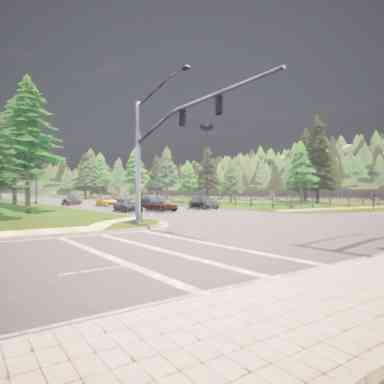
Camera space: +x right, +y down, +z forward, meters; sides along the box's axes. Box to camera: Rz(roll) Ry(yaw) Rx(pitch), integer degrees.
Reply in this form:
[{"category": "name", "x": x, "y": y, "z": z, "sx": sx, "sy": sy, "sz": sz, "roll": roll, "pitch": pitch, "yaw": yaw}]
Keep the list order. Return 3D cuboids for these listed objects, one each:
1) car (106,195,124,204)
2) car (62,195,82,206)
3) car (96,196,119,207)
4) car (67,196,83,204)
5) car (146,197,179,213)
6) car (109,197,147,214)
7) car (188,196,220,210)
[{"category": "car", "x": -15.455, "y": 1.466, "z": 66.561, "sx": 1.882, "sy": 1.535, "sz": 5.008, "roll": 0, "pitch": 1, "yaw": -35}, {"category": "car", "x": -19.700, "y": 1.349, "z": 54.195, "sx": 2.097, "sy": 1.767, "sz": 4.553, "roll": 0, "pitch": 0, "yaw": -35}, {"category": "car", "x": -13.153, "y": 1.474, "z": 50.942, "sx": 1.882, "sy": 1.535, "sz": 5.008, "roll": 0, "pitch": 0, "yaw": -35}, {"category": "car", "x": -23.015, "y": 1.565, "z": 65.152, "sx": 1.812, "sy": 1.442, "sz": 4.674, "roll": 0, "pitch": 0, "yaw": -35}, {"category": "car", "x": -3.448, "y": 1.597, "z": 37.096, "sx": 1.895, "sy": 1.301, "sz": 4.718, "roll": 0, "pitch": 0, "yaw": -35}, {"category": "car", "x": -6.997, "y": 1.561, "z": 36.063, "sx": 1.994, "sy": 1.385, "sz": 4.181, "roll": 0, "pitch": 0, "yaw": -35}, {"category": "car", "x": 1.481, "y": 1.348, "z": 42.256, "sx": 2.097, "sy": 1.767, "sz": 4.553, "roll": 0, "pitch": 0, "yaw": -35}]
